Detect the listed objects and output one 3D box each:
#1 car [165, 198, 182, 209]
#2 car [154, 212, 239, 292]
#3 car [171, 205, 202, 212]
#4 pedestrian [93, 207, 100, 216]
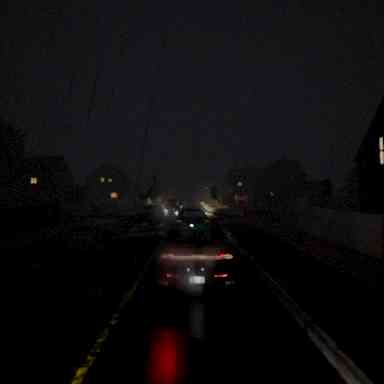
[{"bbox_3d":[-2.918,1.722,48.974,1.882,1.535,5.008,0,0,0],"label":"car"},{"bbox_3d":[0.087,1.522,8.976,2.128,1.511,4.902,0,0,0],"label":"car"},{"bbox_3d":[-0.025,1.634,18.863,1.994,1.385,4.181,0,0,-2],"label":"car"},{"bbox_3d":[-9.871,1.505,34.295,0.375,1.860,0.375,0,-3,-1],"label":"pedestrian"}]
